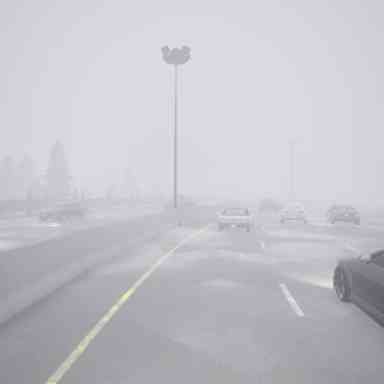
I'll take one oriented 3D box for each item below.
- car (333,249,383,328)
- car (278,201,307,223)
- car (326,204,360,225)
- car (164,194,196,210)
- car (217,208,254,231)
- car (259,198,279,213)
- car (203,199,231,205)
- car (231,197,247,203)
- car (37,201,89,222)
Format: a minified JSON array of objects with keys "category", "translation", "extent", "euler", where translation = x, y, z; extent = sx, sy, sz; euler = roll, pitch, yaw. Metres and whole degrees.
[{"category":"car","translation":[3.964,1.583,5.552],"extent":[1.994,1.385,4.181],"euler":[0,0,4]},{"category":"car","translation":[7.933,1.583,25.953],"extent":[1.812,1.442,4.674],"euler":[0,0,17]},{"category":"car","translation":[11.129,1.608,24.660],"extent":[2.033,1.411,5.357],"euler":[0,0,18]},{"category":"car","translation":[-1.364,1.317,41.207],"extent":[2.150,2.045,5.566],"euler":[0,0,25]},{"category":"car","translation":[2.867,1.635,20.953],"extent":[1.895,1.301,4.718],"euler":[0,0,14]},{"category":"car","translation":[9.280,1.455,38.627],"extent":[2.097,1.767,4.553],"euler":[0,0,25]},{"category":"car","translation":[2.904,1.633,41.970],"extent":[1.812,1.442,4.674],"euler":[0,0,26]},{"category":"car","translation":[9.035,1.776,64.907],"extent":[1.812,1.442,4.674],"euler":[0,0,38]},{"category":"car","translation":[-10.221,1.522,26.769],"extent":[1.837,1.490,4.892],"euler":[0,0,16]}]
